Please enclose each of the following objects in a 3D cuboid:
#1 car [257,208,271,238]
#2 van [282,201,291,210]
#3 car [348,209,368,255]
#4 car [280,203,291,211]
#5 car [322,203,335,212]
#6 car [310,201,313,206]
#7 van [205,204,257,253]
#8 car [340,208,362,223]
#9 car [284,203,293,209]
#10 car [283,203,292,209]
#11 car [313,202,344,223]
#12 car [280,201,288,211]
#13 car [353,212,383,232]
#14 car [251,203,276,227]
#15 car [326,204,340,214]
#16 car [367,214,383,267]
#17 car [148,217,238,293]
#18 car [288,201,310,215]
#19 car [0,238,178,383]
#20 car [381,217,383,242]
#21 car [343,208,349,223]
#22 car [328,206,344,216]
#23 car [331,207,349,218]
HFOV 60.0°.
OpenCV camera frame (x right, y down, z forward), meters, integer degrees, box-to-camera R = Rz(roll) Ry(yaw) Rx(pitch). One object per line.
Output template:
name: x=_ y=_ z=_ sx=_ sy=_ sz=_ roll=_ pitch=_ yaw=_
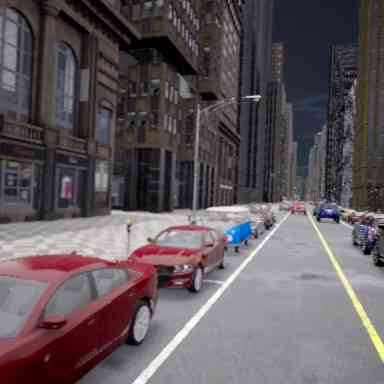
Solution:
car: x=3.327 y=1.879 z=19.971 sx=2.008 sy=1.369 sz=4.403 roll=2 pitch=-1 yaw=18
van: x=20.822 y=2.940 z=73.352 sx=1.690 sy=1.788 sz=3.998 roll=2 pitch=-1 yaw=18
car: x=8.880 y=1.880 z=15.513 sx=2.097 sy=1.767 sz=4.553 roll=2 pitch=-1 yaw=18
car: x=19.063 y=3.037 z=68.012 sx=1.947 sy=1.339 sz=4.313 roll=2 pitch=-1 yaw=18
car: x=28.921 y=3.243 z=70.708 sx=2.192 sy=1.841 sz=5.009 roll=2 pitch=-1 yaw=18
car: x=18.506 y=2.603 z=47.785 sx=2.097 sy=1.767 sz=4.553 roll=2 pitch=-1 yaw=18
van: x=1.588 y=1.544 z=14.635 sx=1.690 sy=1.788 sz=3.998 roll=2 pitch=-1 yaw=18
car: x=18.473 y=2.688 z=38.838 sx=1.752 sy=1.417 sz=4.829 roll=2 pitch=-1 yaw=18
car: x=24.309 y=3.422 z=84.025 sx=1.947 sy=1.339 sz=4.313 roll=2 pitch=-1 yaw=18
car: x=22.561 y=3.272 z=78.688 sx=1.887 sy=1.381 sz=4.507 roll=2 pitch=-1 yaw=18
car: x=14.732 y=2.193 z=36.150 sx=2.150 sy=2.045 sz=5.566 roll=2 pitch=-1 yaw=18
car: x=17.314 y=2.925 z=62.674 sx=1.802 sy=1.307 sz=4.206 roll=2 pitch=-1 yaw=18
car: x=14.920 y=2.489 z=28.000 sx=1.802 sy=1.307 sz=4.206 roll=2 pitch=-1 yaw=18
car: x=5.086 y=1.769 z=25.311 sx=2.192 sy=1.841 sz=5.009 roll=2 pitch=-1 yaw=18
car: x=25.418 y=3.112 z=60.031 sx=1.967 sy=1.590 sz=4.097 roll=2 pitch=-1 yaw=18
car: x=7.037 y=1.621 z=9.871 sx=2.150 sy=2.045 sz=5.566 roll=2 pitch=-1 yaw=18
car: x=-0.170 y=1.623 z=9.295 sx=1.887 sy=1.381 sz=4.507 roll=2 pitch=-1 yaw=18
car: x=16.287 y=2.402 z=50.625 sx=2.150 sy=2.045 sz=5.566 roll=2 pitch=-1 yaw=18
car: x=-1.918 y=1.498 z=3.957 sx=1.887 sy=1.381 sz=4.507 roll=2 pitch=-1 yaw=18
car: x=11.478 y=2.186 z=17.485 sx=1.752 sy=1.417 sz=4.829 roll=2 pitch=-1 yaw=18
car: x=16.669 y=2.615 z=33.338 sx=1.802 sy=1.307 sz=4.206 roll=2 pitch=-1 yaw=18
car: x=23.665 y=3.088 z=54.692 sx=1.887 sy=1.381 sz=4.507 roll=2 pitch=-1 yaw=18
car: x=21.915 y=2.981 z=49.353 sx=1.947 sy=1.339 sz=4.313 roll=2 pitch=-1 yaw=18
